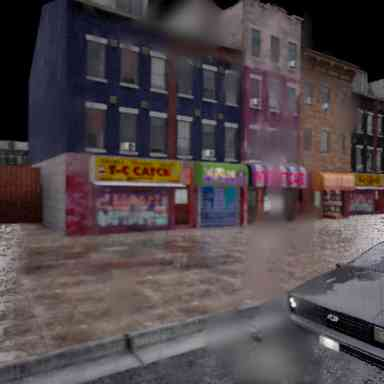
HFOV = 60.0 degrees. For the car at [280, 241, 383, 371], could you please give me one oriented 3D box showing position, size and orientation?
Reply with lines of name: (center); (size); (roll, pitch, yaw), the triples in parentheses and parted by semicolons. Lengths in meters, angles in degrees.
car: (3.976, 1.518, 5.601); (5.357, 1.411, 2.033); (0, 1, -32)
